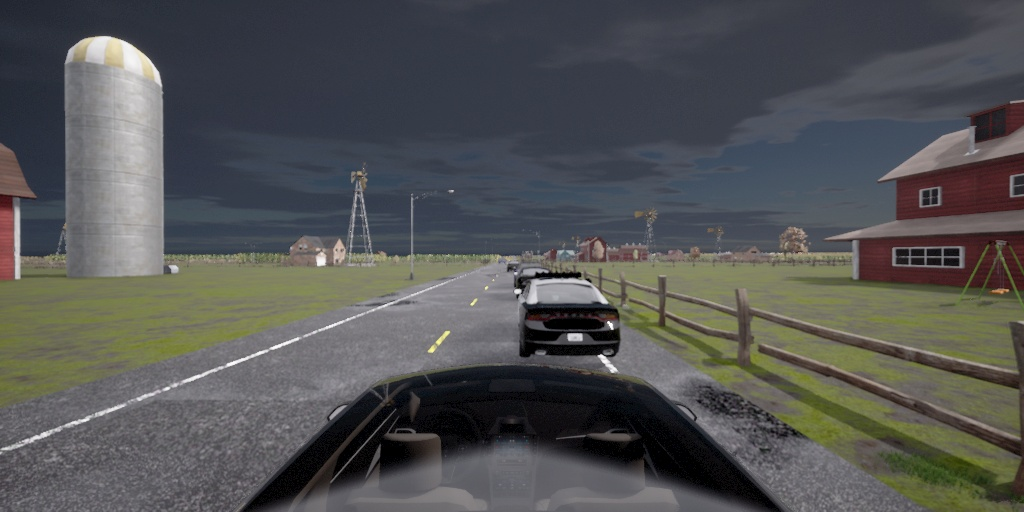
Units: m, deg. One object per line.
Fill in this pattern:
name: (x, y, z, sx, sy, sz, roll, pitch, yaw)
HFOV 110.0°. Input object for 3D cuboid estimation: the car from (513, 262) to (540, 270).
car: (1.149, 1.267, 18.593, 1.882, 1.535, 5.008, 0, 0, 0)

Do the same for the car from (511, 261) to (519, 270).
car: (1.181, 1.157, 24.564, 2.097, 1.767, 4.553, 0, 0, 0)

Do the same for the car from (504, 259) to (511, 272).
car: (0.316, 1.366, 48.248, 1.882, 1.535, 5.008, 0, 0, 0)

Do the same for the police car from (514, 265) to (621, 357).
police car: (1.094, 1.190, 8.702, 1.930, 1.638, 5.238, 0, 0, 0)
